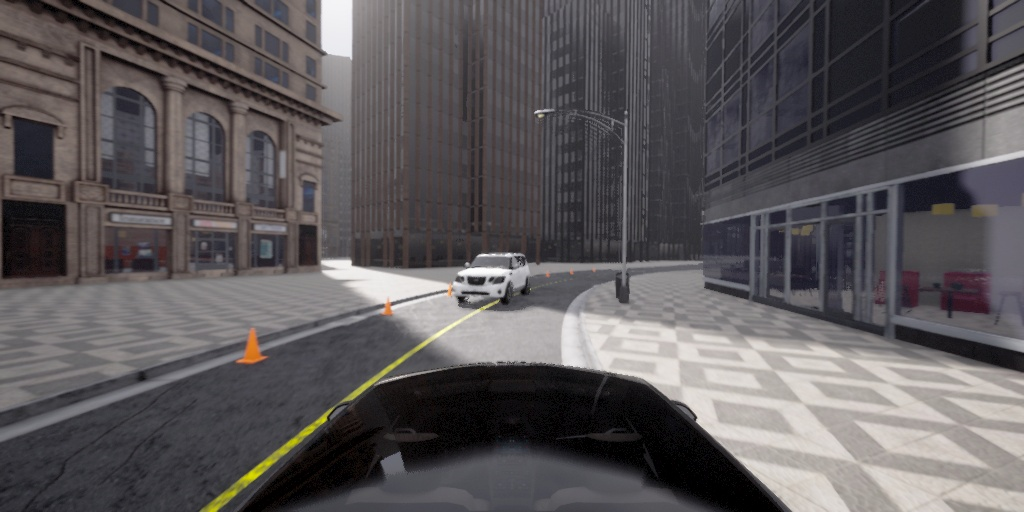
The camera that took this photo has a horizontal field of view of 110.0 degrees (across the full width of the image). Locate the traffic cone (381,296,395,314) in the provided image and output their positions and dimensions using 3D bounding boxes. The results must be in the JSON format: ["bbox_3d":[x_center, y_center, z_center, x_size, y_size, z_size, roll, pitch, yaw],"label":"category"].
[{"bbox_3d":[-4.080,1.599,11.812,0.340,0.580,0.340,0,0,10],"label":"traffic cone"}]

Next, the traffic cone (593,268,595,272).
[{"bbox_3d":[9.121,1.476,39.912,0.340,0.580,0.340,0,0,40],"label":"traffic cone"}]

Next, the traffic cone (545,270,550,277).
[{"bbox_3d":[3.123,1.518,31.353,0.340,0.580,0.340,0,0,30],"label":"traffic cone"}]

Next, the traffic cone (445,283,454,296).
[{"bbox_3d":[-2.917,1.576,16.913,0.340,0.580,0.340,0,0,15],"label":"traffic cone"}]

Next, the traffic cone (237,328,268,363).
[{"bbox_3d":[-4.800,1.627,6.632,0.340,0.580,0.340,0,0,5],"label":"traffic cone"}]

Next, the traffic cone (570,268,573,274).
[{"bbox_3d":[5.938,1.495,35.762,0.340,0.580,0.340,0,0,35],"label":"traffic cone"}]

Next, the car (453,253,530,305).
[{"bbox_3d":[-0.662,0.871,16.017,2.150,2.045,5.566,1,1,15],"label":"car"}]
